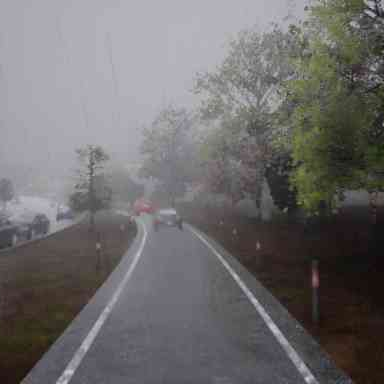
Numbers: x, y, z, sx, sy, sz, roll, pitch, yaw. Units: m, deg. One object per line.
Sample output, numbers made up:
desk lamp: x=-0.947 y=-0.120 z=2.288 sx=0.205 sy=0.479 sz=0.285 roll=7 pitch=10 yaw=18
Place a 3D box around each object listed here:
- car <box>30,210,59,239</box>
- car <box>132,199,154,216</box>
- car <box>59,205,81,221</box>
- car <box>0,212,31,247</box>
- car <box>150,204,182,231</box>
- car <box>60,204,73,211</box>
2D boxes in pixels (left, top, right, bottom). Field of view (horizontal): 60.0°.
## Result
car: x=-10.299 y=2.017 z=20.739 sx=2.231 sy=1.521 sz=4.892 roll=3 pitch=-2 yaw=-7
car: x=-5.988 y=1.841 z=40.667 sx=2.150 sy=2.045 sz=5.566 roll=-1 pitch=-1 yaw=-18
car: x=-13.550 y=2.346 z=36.443 sx=2.097 sy=1.535 sz=5.008 roll=0 pitch=-1 yaw=-14
car: x=-9.579 y=1.904 z=15.195 sx=2.231 sy=1.521 sz=4.892 roll=2 pitch=-2 yaw=-7
car: x=-1.773 y=1.825 z=23.213 sx=1.812 sy=1.442 sz=4.674 roll=0 pitch=-1 yaw=-9
car: x=-26.063 y=3.171 z=68.978 sx=2.002 sy=1.452 sz=4.674 roll=1 pitch=-2 yaw=-28
